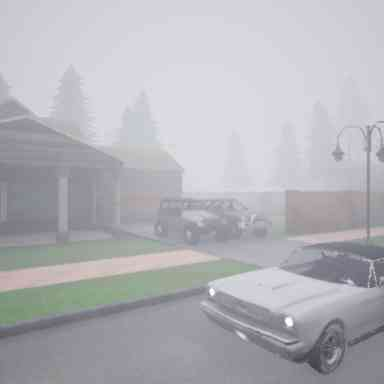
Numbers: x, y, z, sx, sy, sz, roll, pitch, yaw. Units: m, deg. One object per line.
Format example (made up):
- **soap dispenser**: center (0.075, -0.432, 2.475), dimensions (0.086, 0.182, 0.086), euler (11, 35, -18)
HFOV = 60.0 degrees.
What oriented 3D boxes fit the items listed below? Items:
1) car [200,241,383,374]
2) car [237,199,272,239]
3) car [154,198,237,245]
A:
- **car**: center (2.469, 1.617, 5.742), dimensions (4.718, 1.301, 1.895), euler (0, 0, -35)
- **car**: center (1.682, 1.207, 16.547), dimensions (1.932, 1.855, 4.605), euler (0, 0, -36)
- **car**: center (-0.133, 1.202, 14.764), dimensions (1.905, 1.878, 3.866), euler (0, 0, -36)
